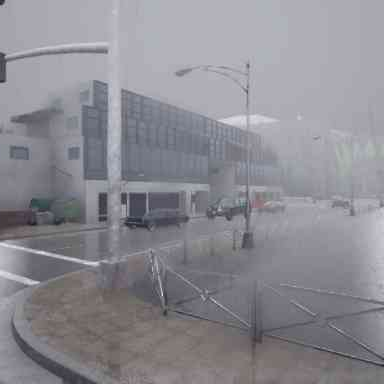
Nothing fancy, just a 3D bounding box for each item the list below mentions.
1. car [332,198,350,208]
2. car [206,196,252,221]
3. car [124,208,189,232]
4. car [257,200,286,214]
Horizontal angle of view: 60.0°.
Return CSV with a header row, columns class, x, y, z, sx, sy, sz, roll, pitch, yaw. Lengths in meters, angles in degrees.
class,x,y,z,sx,sy,sz,roll,pitch,yaw
car,22.775,1.682,50.860,1.837,1.490,4.892,0,0,36
car,3.468,1.399,30.156,2.150,2.045,5.566,0,0,36
car,-2.264,1.779,22.127,1.895,1.301,4.718,0,0,36
car,9.244,1.704,38.228,1.812,1.442,4.674,0,0,36
